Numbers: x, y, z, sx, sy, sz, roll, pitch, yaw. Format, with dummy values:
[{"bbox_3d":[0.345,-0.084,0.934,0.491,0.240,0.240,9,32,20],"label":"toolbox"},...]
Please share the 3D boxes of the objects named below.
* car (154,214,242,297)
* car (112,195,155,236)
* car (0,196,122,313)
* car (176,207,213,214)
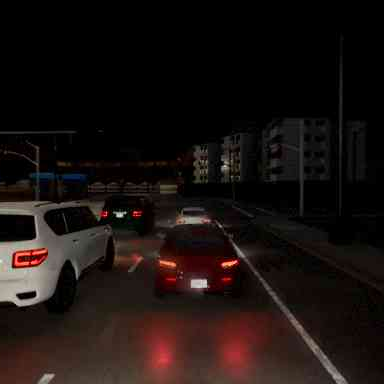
[{"bbox_3d":[0.120,1.521,8.431,1.812,1.442,4.674,0,0,0],"label":"car"},{"bbox_3d":[-3.352,1.178,18.147,2.150,2.045,5.566,0,0,0],"label":"car"},{"bbox_3d":[-3.383,1.217,7.788,2.150,2.045,5.566,0,0,0],"label":"car"},{"bbox_3d":[0.115,1.489,17.518,1.812,1.442,4.674,0,0,1],"label":"car"}]
